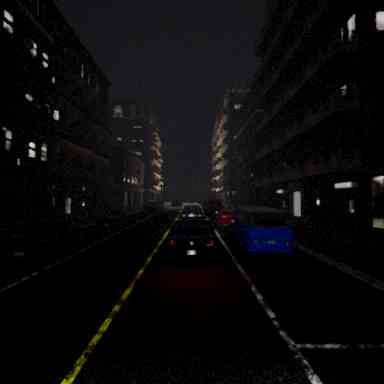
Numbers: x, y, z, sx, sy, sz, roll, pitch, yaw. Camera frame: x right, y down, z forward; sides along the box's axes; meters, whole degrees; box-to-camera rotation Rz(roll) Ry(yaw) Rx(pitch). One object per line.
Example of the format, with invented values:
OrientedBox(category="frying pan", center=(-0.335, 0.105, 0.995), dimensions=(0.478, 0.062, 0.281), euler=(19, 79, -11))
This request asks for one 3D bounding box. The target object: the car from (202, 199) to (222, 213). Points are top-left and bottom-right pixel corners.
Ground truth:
OrientedBox(category="car", center=(2.680, 1.762, 40.962), dimensions=(2.192, 1.841, 5.009), euler=(1, -1, 0))

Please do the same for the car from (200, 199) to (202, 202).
OrientedBox(category="car", center=(2.677, 1.823, 46.532), dimensions=(2.192, 1.841, 5.009), euler=(1, -1, 0))

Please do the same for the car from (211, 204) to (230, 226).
OrientedBox(category="car", center=(2.686, 1.810, 24.247), dimensions=(1.887, 1.381, 4.507), euler=(1, -1, 0))

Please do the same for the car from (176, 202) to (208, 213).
OrientedBox(category="car", center=(-0.006, 1.848, 27.543), dimensions=(2.033, 1.411, 5.357), euler=(0, -1, 0))

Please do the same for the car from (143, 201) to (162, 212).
OrientedBox(category="car", center=(-5.706, 2.053, 46.566), dimensions=(1.887, 1.381, 4.507), euler=(1, -1, 0))

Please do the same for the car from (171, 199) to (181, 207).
OrientedBox(category="car", center=(-3.053, 2.218, 65.386), dimensions=(1.837, 1.490, 4.892), euler=(0, -1, 0))

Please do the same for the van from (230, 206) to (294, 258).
OrientedBox(category="van", center=(2.695, 1.485, 13.109), dimensions=(1.690, 1.788, 3.998), euler=(1, -1, 0))

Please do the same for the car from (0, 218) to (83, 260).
OrientedBox(category="car", center=(-5.687, 1.710, 13.141), dimensions=(1.947, 1.339, 4.313), euler=(1, -1, 0))

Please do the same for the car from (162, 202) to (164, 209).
OrientedBox(category="car", center=(-5.710, 2.151, 52.135), dimensions=(1.802, 1.307, 4.206), euler=(1, -1, 0))

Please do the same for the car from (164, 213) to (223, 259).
OrientedBox(category="car", center=(0.010, 1.747, 13.257), dimensions=(1.895, 1.301, 4.718), euler=(0, -1, 0))

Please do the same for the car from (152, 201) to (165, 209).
OrientedBox(category="car", center=(-5.713, 2.212, 57.706), dimensions=(1.802, 1.307, 4.206), euler=(1, -1, 0))

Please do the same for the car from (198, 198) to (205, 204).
OrientedBox(category="car", center=(2.649, 2.525, 91.267), dimensions=(1.752, 1.417, 4.829), euler=(1, -1, 0))

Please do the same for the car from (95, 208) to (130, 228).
OrientedBox(category="car", center=(-5.694, 1.831, 24.282), dimensions=(1.947, 1.339, 4.313), euler=(1, -1, 0))
